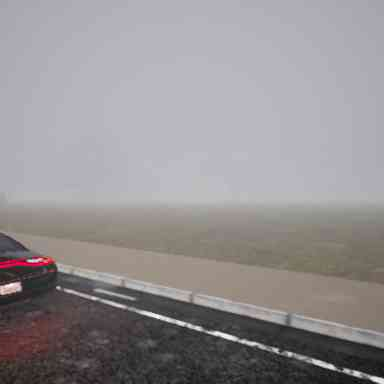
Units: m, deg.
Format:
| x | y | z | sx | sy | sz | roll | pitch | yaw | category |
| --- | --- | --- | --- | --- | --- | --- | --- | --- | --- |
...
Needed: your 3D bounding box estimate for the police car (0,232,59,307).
| x | y | z | sx | sy | sz | roll | pitch | yaw | category |
| --- | --- | --- | --- | --- | --- | --- | --- | --- | --- |
| -5.124 | 1.509 | 7.219 | 4.974 | 1.542 | 2.038 | 0 | 0 | 36 | police car |
